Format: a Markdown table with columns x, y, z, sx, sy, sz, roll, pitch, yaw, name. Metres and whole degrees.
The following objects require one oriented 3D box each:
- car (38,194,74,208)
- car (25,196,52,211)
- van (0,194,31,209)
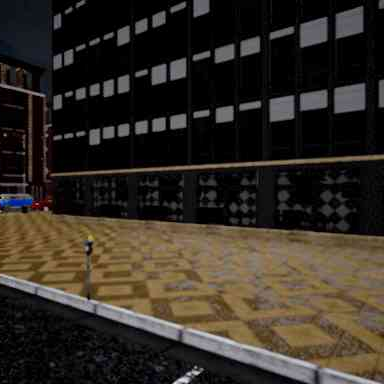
| x | y | z | sx | sy | sz | roll | pitch | yaw | name |
| --- | --- | --- | --- | --- | --- | --- | --- | --- | --- |
| -18.480 | 1.189 | 45.439 | 1.967 | 1.590 | 4.097 | 1 | 1 | 35 | car |
| -15.236 | 1.358 | 36.315 | 1.887 | 1.381 | 4.507 | 1 | 1 | 35 | car |
| -21.714 | 1.160 | 40.797 | 1.690 | 1.788 | 3.998 | 1 | 1 | 35 | van |
